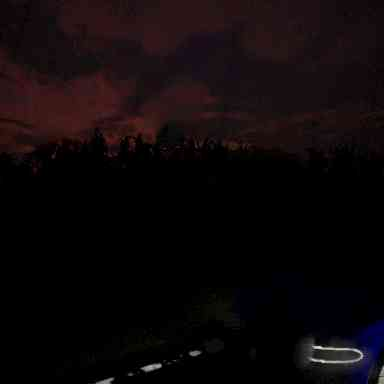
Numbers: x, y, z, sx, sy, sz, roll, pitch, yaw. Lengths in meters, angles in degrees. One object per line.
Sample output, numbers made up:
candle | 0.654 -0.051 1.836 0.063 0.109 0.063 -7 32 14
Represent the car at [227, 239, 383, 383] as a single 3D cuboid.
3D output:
car | 2.769 1.491 4.964 5.008 1.535 1.882 0 0 -35
